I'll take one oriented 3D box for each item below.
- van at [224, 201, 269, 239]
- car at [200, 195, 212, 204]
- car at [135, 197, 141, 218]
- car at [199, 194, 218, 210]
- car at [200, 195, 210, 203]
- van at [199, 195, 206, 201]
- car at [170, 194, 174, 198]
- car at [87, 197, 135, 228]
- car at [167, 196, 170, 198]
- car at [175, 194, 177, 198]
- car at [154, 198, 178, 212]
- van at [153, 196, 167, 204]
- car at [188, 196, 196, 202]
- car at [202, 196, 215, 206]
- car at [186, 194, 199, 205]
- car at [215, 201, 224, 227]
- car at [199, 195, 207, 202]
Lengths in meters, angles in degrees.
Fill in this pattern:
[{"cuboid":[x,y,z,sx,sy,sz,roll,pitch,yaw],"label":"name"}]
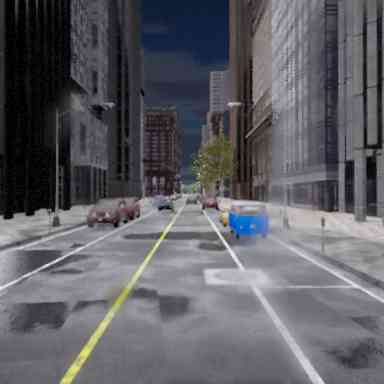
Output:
[{"cuboid":[2.851,1.398,17.463,1.690,1.788,3.998,0,0,0],"label":"van"},{"cuboid":[2.825,1.494,68.222,2.192,1.841,5.009,0,0,0],"label":"car"},{"cuboid":[-5.680,1.397,28.761,2.192,1.841,5.009,0,0,0],"label":"car"},{"cuboid":[2.366,1.460,44.215,2.097,1.767,4.553,0,0,0],"label":"car"},{"cuboid":[2.822,1.517,73.861,2.192,1.841,5.009,0,0,0],"label":"car"},{"cuboid":[2.814,1.613,90.780,1.690,1.788,3.998,0,0,0],"label":"van"},{"cuboid":[-5.704,1.642,73.870,1.967,1.590,4.097,0,0,0],"label":"car"},{"cuboid":[-5.677,1.385,23.121,2.192,1.841,5.009,0,0,0],"label":"car"},{"cuboid":[-5.698,1.724,62.591,1.947,1.339,4.313,0,0,0],"label":"car"},{"cuboid":[-5.712,1.854,90.787,1.802,1.307,4.206,0,0,0],"label":"car"},{"cuboid":[-3.111,1.702,40.559,1.895,1.301,4.718,0,0,0],"label":"car"},{"cuboid":[-5.694,1.481,56.953,1.690,1.788,3.998,0,0,0],"label":"van"},{"cuboid":[-0.040,1.713,82.055,1.882,1.535,5.008,0,0,0],"label":"car"},{"cuboid":[2.831,1.580,56.942,1.967,1.590,4.097,0,0,0],"label":"car"},{"cuboid":[-0.031,1.511,62.652,2.097,1.767,4.553,0,0,0],"label":"car"},{"cuboid":[2.849,1.595,23.274,1.752,1.417,4.829,0,0,0],"label":"car"},{"cuboid":[2.816,1.688,85.140,1.967,1.590,4.097,0,0,0],"label":"car"}]
